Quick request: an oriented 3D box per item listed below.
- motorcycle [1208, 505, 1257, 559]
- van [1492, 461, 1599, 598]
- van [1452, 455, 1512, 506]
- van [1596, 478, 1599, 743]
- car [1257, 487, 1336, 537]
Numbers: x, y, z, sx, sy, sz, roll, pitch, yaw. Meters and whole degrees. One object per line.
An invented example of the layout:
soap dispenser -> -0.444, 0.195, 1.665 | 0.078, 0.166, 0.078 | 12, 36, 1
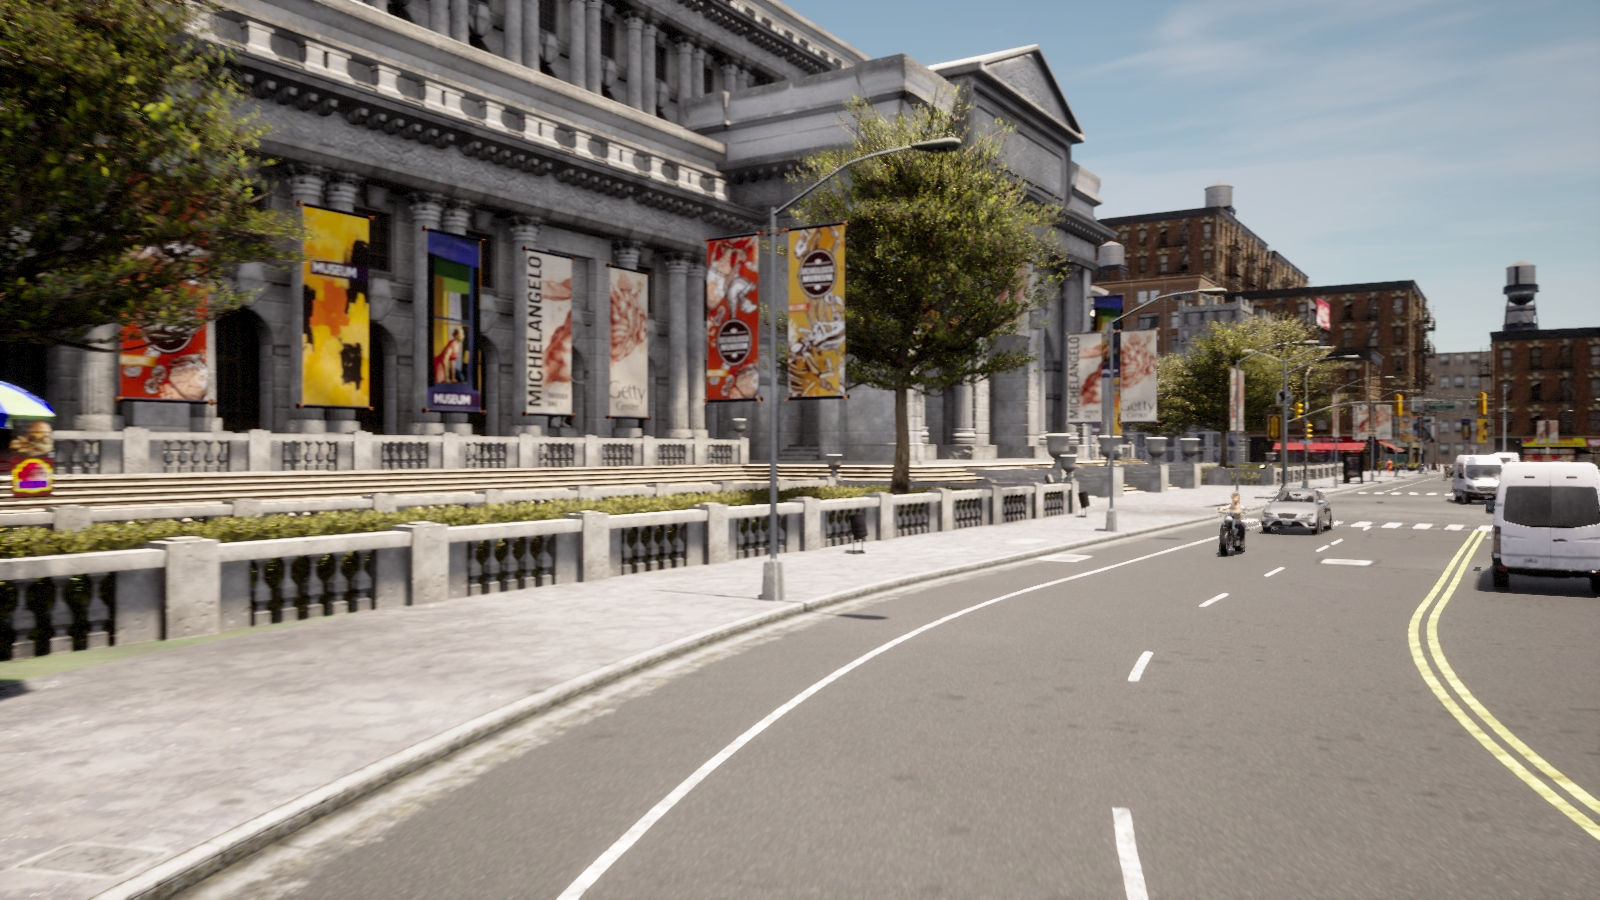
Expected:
motorcycle -> 11.626, 2.175, 30.639 | 0.764, 1.277, 2.356 | 0, 0, 33
van -> 16.150, 1.541, 24.685 | 1.988, 2.561, 5.915 | 0, 0, 32
van -> 36.114, 1.551, 60.651 | 1.988, 2.561, 5.915 | 0, 0, 24
van -> 8.030, 1.538, 7.947 | 1.988, 2.561, 5.915 | 0, 0, 13
car -> 17.052, 2.073, 39.124 | 1.816, 1.474, 4.193 | 0, 0, 33
